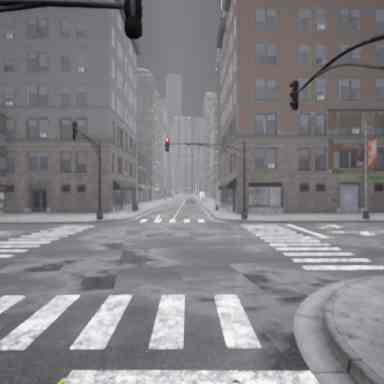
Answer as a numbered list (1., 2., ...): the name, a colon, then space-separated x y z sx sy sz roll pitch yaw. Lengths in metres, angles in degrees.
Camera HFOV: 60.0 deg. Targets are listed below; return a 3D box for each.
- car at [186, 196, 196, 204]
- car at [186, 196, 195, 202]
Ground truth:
1. car: -0.287 1.661 64.149 1.895 1.301 4.718 0 0 0
2. car: -0.353 1.498 74.153 1.895 1.301 4.718 0 0 0
